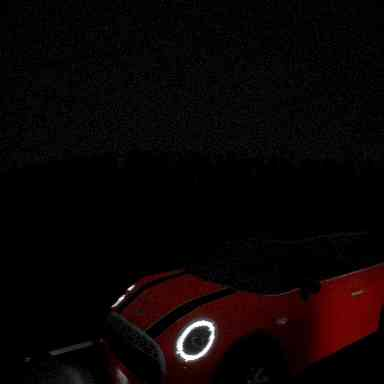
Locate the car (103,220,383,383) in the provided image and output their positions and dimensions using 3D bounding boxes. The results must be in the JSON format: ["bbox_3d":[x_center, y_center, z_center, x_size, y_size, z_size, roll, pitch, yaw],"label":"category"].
[{"bbox_3d":[1.107,1.359,4.777,4.553,1.767,2.097,0,0,-35],"label":"car"}]
